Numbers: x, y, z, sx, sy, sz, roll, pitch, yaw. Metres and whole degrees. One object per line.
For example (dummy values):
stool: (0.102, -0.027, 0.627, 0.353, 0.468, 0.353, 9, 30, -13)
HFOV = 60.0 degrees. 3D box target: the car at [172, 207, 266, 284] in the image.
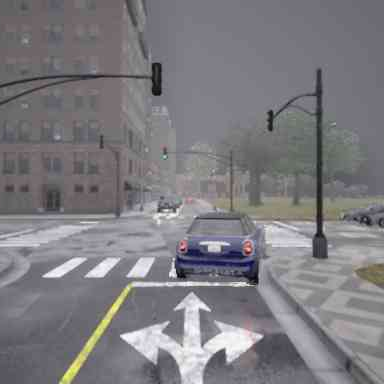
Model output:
car: (1.038, 1.364, 9.957, 2.097, 1.767, 4.553, 0, 0, 14)

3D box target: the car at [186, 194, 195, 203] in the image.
car: (-0.398, 1.511, 79.501, 2.150, 2.045, 5.566, 0, 0, 0)

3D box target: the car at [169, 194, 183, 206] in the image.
car: (-2.858, 1.403, 60.165, 2.150, 2.045, 5.566, 0, 0, 0)

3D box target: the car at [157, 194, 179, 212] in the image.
car: (-2.934, 1.316, 39.778, 2.150, 2.045, 5.566, 0, 0, -2)

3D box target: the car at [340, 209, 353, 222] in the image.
car: (13.806, 1.598, 25.188, 4.902, 1.511, 2.128, 0, -1, 0)

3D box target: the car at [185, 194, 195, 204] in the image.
car: (-0.376, 1.583, 69.221, 2.097, 1.767, 4.553, 0, 0, 0)

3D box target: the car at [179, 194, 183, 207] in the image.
car: (-2.876, 1.486, 49.575, 2.097, 1.767, 4.553, 0, 0, 1)

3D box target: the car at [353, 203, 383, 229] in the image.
car: (13.388, 1.632, 21.926, 4.181, 1.385, 1.994, 0, -1, -1)
